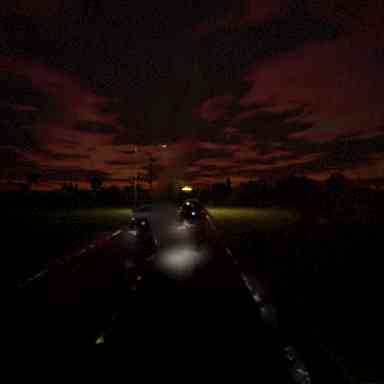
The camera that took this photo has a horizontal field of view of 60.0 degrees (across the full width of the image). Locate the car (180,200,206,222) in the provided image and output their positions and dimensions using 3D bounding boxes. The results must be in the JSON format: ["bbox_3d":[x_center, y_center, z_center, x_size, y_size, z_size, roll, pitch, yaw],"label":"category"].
[{"bbox_3d":[0.103,1.559,26.573,1.994,1.385,4.181,0,0,0],"label":"car"}]

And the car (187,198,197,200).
[{"bbox_3d":[0.001,1.504,42.916,1.812,1.442,4.674,0,0,-2],"label":"car"}]

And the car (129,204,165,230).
[{"bbox_3d":[-2.775,1.524,21.398,1.812,1.442,4.674,0,0,1],"label":"car"}]
